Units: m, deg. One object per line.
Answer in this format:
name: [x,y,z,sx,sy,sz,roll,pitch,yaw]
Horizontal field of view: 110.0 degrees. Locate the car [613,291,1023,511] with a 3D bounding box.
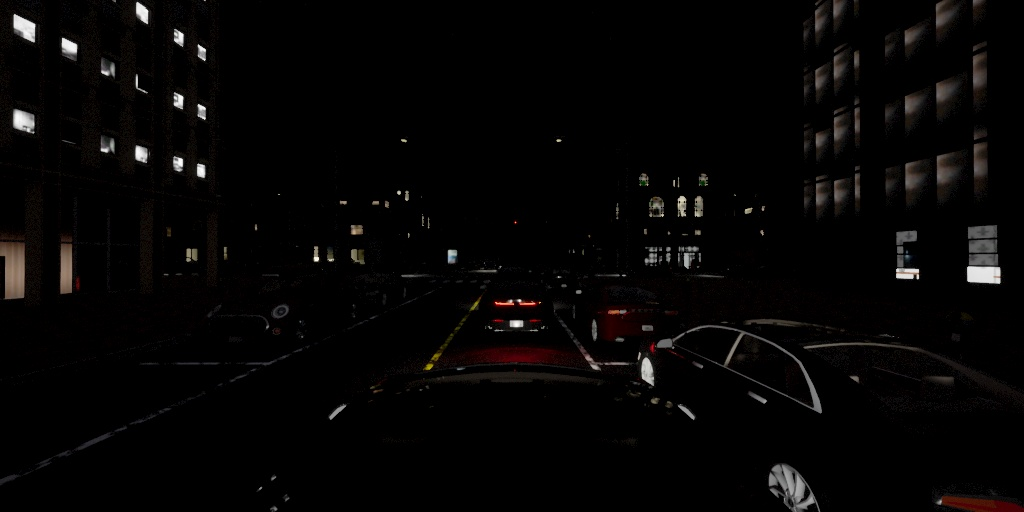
car: [2.691,1.301,3.653,2.007,1.370,4.403,0,0,0]

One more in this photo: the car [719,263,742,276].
car: [24.624,1.413,38.160,4.674,1.442,1.812,0,0,1]

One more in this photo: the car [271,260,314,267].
car: [-25.456,1.197,41.512,4.829,1.417,1.751,0,0,1]

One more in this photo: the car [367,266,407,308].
car: [-5.691,1.302,15.053,2.007,1.370,4.403,0,0,0]

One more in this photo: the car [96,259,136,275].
car: [-36.490,1.130,33.300,4.403,1.370,2.007,0,0,1]

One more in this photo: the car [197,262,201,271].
car: [-27.804,1.122,35.762,4.902,1.511,2.128,0,0,1]

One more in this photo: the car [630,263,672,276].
car: [14.809,1.403,38.306,4.181,1.385,1.994,0,0,1]

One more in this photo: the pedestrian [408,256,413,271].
pedestrian: [-12.554,0.885,44.265,0.375,1.860,0.375,0,-1,1]

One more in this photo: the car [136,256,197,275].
car: [-30.953,0.917,33.215,5.009,1.841,2.192,0,0,1]

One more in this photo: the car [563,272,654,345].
car: [2.690,1.296,9.345,1.888,1.381,4.507,0,0,0]

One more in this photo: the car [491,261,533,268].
car: [0.095,1.230,20.552,1.882,1.535,5.008,0,0,2]

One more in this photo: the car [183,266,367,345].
car: [-5.690,1.190,9.361,1.967,1.591,4.097,0,0,0]

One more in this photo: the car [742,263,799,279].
car: [23.641,1.433,32.343,4.207,1.307,1.802,0,0,1]

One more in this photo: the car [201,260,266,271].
car: [-25.417,1.177,33.130,4.403,1.370,2.007,0,0,1]

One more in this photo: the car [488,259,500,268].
car: [-3.069,1.263,63.214,1.837,1.490,4.892,0,0,0]

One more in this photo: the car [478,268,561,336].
car: [0.100,1.255,10.363,1.837,1.490,4.892,0,0,0]

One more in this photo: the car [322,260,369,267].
car: [-16.287,1.172,35.557,4.902,1.511,2.128,0,0,2]

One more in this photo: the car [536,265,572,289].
car: [2.690,1.302,20.729,2.007,1.370,4.403,0,0,0]

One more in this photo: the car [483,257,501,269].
car: [-3.087,1.234,53.804,1.882,1.535,5.008,0,0,1]

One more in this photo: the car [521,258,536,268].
car: [2.687,1.322,53.119,1.948,1.339,4.313,0,0,0]

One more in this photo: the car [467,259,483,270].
car: [-5.693,1.338,53.132,1.802,1.307,4.207,0,0,0]

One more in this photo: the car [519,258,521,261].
car: [2.687,1.340,64.161,1.802,1.307,4.207,0,0,0]
